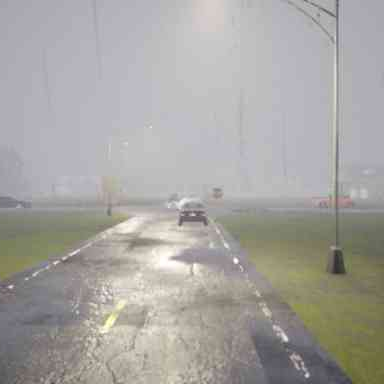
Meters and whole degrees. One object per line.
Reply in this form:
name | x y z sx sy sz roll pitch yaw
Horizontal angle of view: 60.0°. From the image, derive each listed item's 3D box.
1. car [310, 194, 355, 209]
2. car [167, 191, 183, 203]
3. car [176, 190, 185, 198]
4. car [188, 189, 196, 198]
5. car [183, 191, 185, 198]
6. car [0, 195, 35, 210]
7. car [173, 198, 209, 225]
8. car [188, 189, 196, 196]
car | 15.910 1.037 37.855 4.553 1.767 2.097 0 1 0
car | -2.827 0.978 53.643 1.837 1.490 4.892 0 1 0
car | -2.787 0.520 83.212 2.097 1.767 4.553 0 1 0
car | -0.037 0.709 82.448 2.033 1.411 5.357 0 1 0
car | -2.781 0.839 68.979 2.128 1.511 4.902 0 1 0
car | -19.210 1.109 35.159 4.892 1.490 1.837 0 1 0
car | 0.102 1.336 21.801 2.033 1.411 5.357 0 1 1
car | -0.042 0.126 92.892 2.150 2.045 5.566 0 1 0
